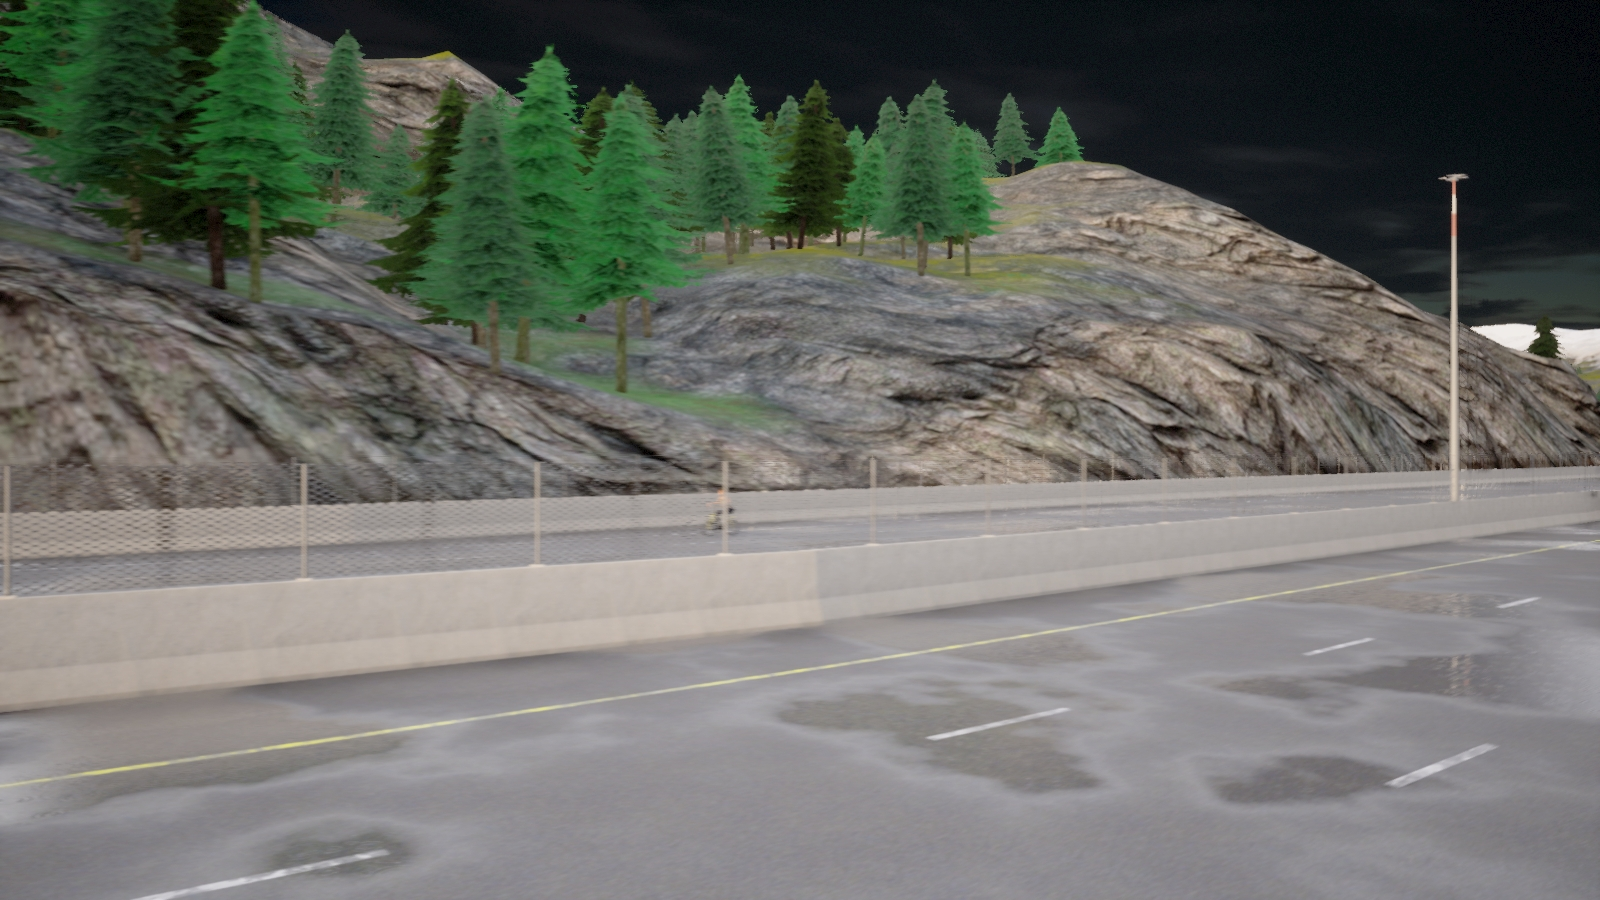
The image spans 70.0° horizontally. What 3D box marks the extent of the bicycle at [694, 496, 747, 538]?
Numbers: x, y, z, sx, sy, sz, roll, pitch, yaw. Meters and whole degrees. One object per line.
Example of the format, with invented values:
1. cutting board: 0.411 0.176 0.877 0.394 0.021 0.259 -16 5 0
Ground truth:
1. bicycle: -2.600 2.187 37.432 1.487 1.295 0.859 0 0 -40
